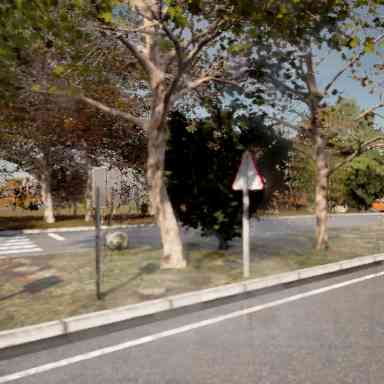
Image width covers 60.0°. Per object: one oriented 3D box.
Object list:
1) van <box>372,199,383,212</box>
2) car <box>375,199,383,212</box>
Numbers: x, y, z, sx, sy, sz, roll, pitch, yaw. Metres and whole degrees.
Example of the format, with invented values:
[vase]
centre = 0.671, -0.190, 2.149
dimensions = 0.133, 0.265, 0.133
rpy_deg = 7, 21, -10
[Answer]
[van]
centre = 29.082, 2.093, 49.295
dimensions = 1.878, 1.987, 4.442
rpy_deg = 3, -2, -36
[car]
centre = 31.487, 2.179, 50.902
dimensions = 2.435, 2.045, 5.566
rpy_deg = 3, -2, -35
